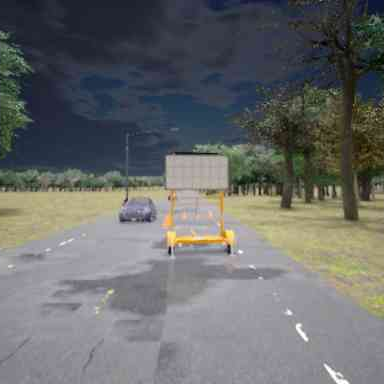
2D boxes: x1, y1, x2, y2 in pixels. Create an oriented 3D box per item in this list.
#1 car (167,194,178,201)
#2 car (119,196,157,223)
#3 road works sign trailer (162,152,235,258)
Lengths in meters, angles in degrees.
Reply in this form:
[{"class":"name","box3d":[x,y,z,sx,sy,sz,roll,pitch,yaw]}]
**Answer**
[{"class":"car","box3d":[-3.680,1.045,64.238,1.895,1.301,4.718,0,0,0]},{"class":"car","box3d":[-3.655,1.126,23.107,2.097,1.767,4.553,0,1,0]},{"class":"road works sign trailer","box3d":[0.164,0.341,12.290,2.380,3.560,2.880,0,1,-8]}]
